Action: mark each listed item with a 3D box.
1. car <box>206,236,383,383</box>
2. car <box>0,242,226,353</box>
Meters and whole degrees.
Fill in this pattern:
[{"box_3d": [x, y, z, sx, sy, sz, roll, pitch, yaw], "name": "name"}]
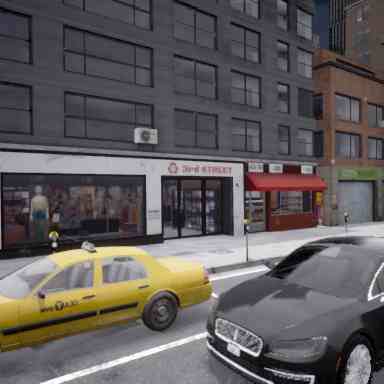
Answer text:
[{"box_3d": [2.442, 1.504, 5.111, 4.892, 1.490, 1.837, 0, 0, -35], "name": "car"}, {"box_3d": [-1.912, 1.525, 5.295, 4.829, 1.417, 1.752, 0, -1, -35], "name": "car"}]
